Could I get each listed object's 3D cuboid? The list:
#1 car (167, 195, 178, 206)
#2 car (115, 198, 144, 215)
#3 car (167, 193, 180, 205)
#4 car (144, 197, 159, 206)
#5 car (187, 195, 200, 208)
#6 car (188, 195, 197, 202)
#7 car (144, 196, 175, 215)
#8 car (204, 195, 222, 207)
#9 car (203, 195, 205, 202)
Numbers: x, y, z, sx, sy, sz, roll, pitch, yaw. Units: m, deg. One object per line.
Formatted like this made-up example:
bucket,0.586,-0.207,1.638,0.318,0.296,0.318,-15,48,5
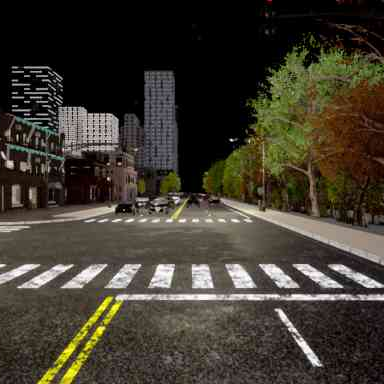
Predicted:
car,-3.248,1.490,44.511,1.837,1.490,4.892,0,0,0
car,-6.527,1.554,33.962,1.994,1.385,4.181,0,0,0
car,-3.211,1.202,55.236,2.150,2.045,5.566,0,0,1
car,-6.465,1.507,53.767,1.812,1.442,4.674,0,0,0
car,0.194,1.488,48.520,1.837,1.490,4.892,0,0,0
car,0.146,1.494,74.629,1.812,1.442,4.674,0,0,0
car,-3.275,1.481,34.270,2.128,1.511,4.902,0,0,0
car,3.449,1.473,50.934,2.128,1.511,4.902,0,0,0
car,3.392,1.448,74.292,1.882,1.535,5.008,0,0,0
